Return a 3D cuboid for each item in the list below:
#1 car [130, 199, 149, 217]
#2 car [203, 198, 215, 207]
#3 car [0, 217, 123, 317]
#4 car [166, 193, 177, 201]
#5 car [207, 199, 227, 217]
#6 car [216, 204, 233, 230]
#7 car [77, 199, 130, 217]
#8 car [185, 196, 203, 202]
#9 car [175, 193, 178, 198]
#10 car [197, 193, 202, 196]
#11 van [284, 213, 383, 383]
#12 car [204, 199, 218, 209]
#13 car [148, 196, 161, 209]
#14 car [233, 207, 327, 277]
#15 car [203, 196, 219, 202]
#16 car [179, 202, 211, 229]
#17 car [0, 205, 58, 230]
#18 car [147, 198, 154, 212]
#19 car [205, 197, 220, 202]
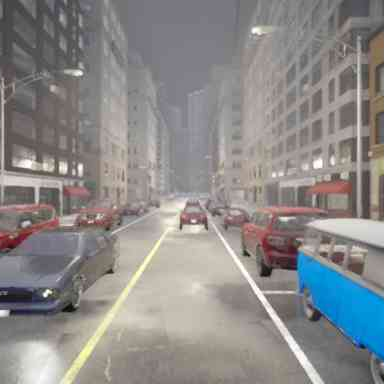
[{"bbox_3d":[-5.751,1.665,32.525,1.887,1.381,4.507,0,0,0],"label":"car"},{"bbox_3d":[2.783,1.680,54.896,1.752,1.417,4.829,0,0,0],"label":"car"},{"bbox_3d":[-3.070,1.578,8.023,2.033,1.411,5.357,0,0,0],"label":"car"},{"bbox_3d":[-5.732,1.659,86.840,1.887,1.381,4.507,0,0,0],"label":"car"},{"bbox_3d":[2.775,1.686,32.515,1.947,1.339,4.313,0,0,0],"label":"car"},{"bbox_3d":[2.771,1.664,21.409,1.802,1.307,4.206,0,0,0],"label":"car"},{"bbox_3d":[-5.754,1.397,21.418,2.192,1.841,5.009,0,0,0],"label":"car"},{"bbox_3d":[0.111,1.621,43.447,1.882,1.535,5.008,0,0,0],"label":"car"},{"bbox_3d":[-5.729,1.539,92.264,1.967,1.590,4.097,1,0,0],"label":"car"},{"bbox_3d":[2.794,1.666,86.830,2.008,1.369,4.403,0,0,0],"label":"car"},{"bbox_3d":[2.766,1.360,4.755,1.690,1.788,3.998,0,0,0],"label":"van"},{"bbox_3d":[2.781,1.733,49.171,1.802,1.307,4.206,0,0,0],"label":"car"},{"bbox_3d":[-5.744,1.466,49.182,2.192,1.841,5.009,0,0,0],"label":"car"},{"bbox_3d":[2.768,1.355,10.307,2.192,1.841,5.009,0,0,0],"label":"car"},{"bbox_3d":[2.780,1.459,43.621,2.192,1.841,5.009,0,0,0],"label":"car"},{"bbox_3d":[0.105,1.612,22.428,1.812,1.442,4.674,0,0,0],"label":"car"},{"bbox_3d":[-5.757,1.355,10.314,2.192,1.841,5.009,0,0,0],"label":"car"},{"bbox_3d":[-5.749,1.715,38.076,1.802,1.307,4.206,0,0,0],"label":"car"},{"bbox_3d":[2.777,1.659,38.236,1.752,1.417,4.829,0,0,0],"label":"car"}]
